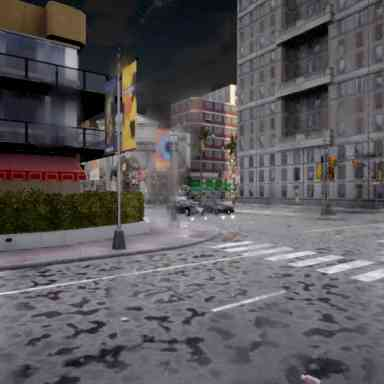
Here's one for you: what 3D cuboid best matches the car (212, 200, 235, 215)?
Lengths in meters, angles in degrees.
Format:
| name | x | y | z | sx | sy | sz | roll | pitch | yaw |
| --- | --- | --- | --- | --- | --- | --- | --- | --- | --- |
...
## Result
| name | x | y | z | sx | sy | sz | roll | pitch | yaw |
| --- | --- | --- | --- | --- | --- | --- | --- | --- | --- |
| car | 2.039 | 1.547 | 34.455 | 2.033 | 1.411 | 5.357 | 0 | 0 | -35 |

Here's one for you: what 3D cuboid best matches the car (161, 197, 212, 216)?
| name | x | y | z | sx | sy | sz | roll | pitch | yaw |
| --- | --- | --- | --- | --- | --- | --- | --- | --- | --- |
| car | -0.645 | 1.491 | 32.190 | 2.128 | 1.511 | 4.902 | 0 | 0 | -35 |

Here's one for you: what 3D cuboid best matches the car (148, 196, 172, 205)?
| name | x | y | z | sx | sy | sz | roll | pitch | yaw |
| --- | --- | --- | --- | --- | --- | --- | --- | --- | --- |
| car | -6.266 | 1.505 | 59.597 | 1.837 | 1.490 | 4.892 | 0 | 0 | -44 |

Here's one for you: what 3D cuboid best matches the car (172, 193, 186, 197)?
| name | x | y | z | sx | sy | sz | roll | pitch | yaw |
| --- | --- | --- | --- | --- | --- | --- | --- | --- | --- |
| car | -2.554 | 1.221 | 62.282 | 2.150 | 2.045 | 5.566 | 0 | 0 | -15 |
